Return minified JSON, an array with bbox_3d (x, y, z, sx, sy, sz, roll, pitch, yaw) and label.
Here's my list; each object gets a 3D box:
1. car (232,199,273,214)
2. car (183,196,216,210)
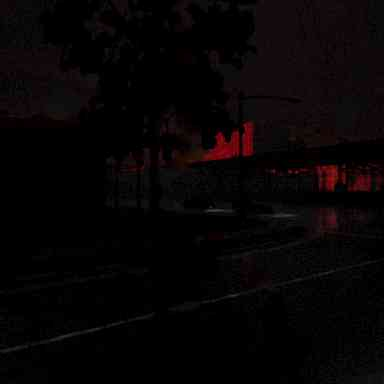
[{"bbox_3d":[6.377,1.478,35.362,1.882,1.535,5.008,0,0,-34],"label":"car"},{"bbox_3d":[0.849,1.547,43.640,2.033,1.411,5.357,0,0,-33],"label":"car"}]
